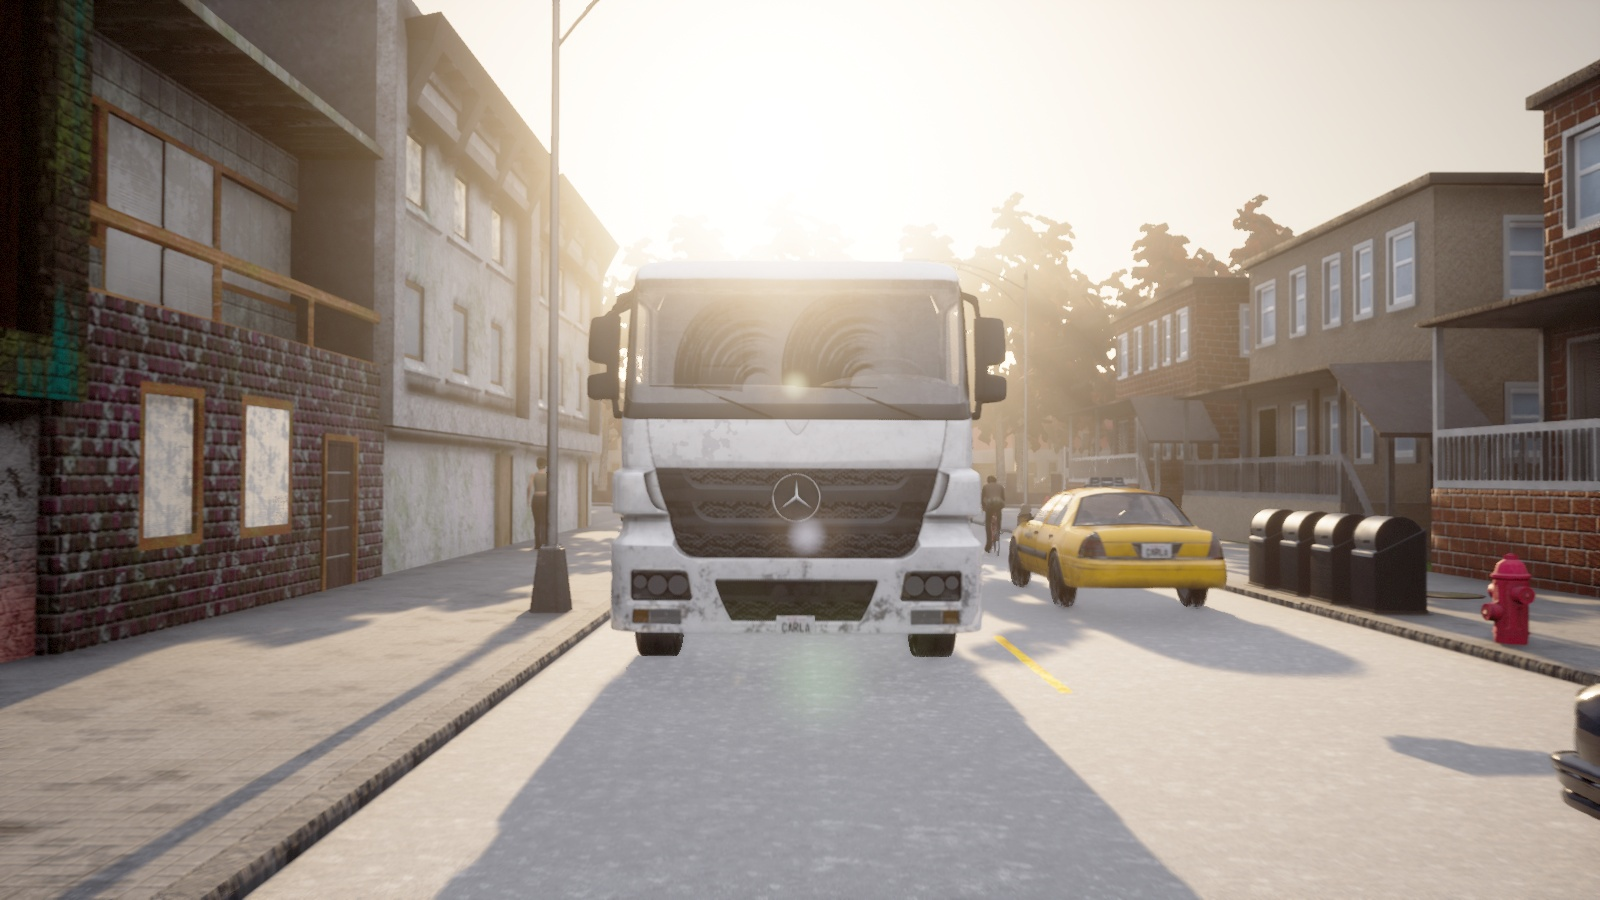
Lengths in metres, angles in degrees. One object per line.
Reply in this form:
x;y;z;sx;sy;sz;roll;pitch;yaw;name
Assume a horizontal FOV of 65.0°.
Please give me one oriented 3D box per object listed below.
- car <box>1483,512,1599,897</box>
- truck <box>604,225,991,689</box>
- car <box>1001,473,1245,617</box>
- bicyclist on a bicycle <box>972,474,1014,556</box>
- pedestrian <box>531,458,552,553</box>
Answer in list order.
3.996;0.914;2.769;2.033;1.411;5.357;0;-1;0;car
-0.029;0.128;13.371;2.891;3.462;7.936;0;-1;0;truck
3.968;1.099;16.450;1.801;1.575;5.366;0;-1;0;car
3.929;1.310;25.627;0.582;1.620;1.656;0;-2;0;bicyclist on a bicycle
-5.054;1.080;24.578;0.345;1.836;0.594;0;-1;-6;pedestrian
